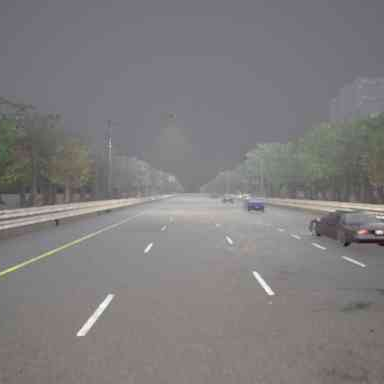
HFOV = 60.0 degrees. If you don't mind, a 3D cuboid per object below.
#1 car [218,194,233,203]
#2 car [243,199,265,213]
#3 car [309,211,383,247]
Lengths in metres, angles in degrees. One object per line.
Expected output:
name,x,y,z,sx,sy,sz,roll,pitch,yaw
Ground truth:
car,7.179,1.419,68.563,2.097,1.767,4.553,0,0,0
car,7.049,1.527,38.379,1.882,1.535,5.008,0,0,0
car,7.003,1.554,14.927,2.033,1.411,5.357,0,0,0
